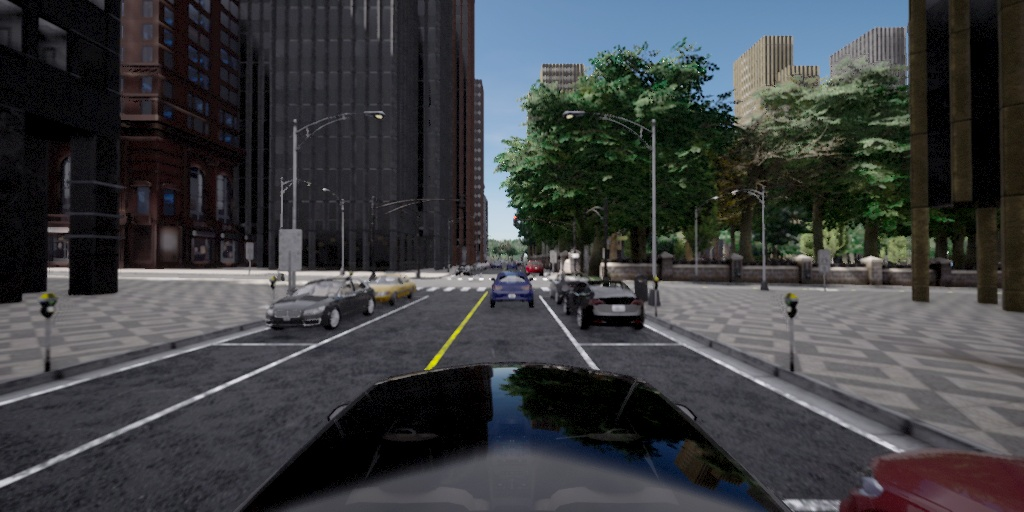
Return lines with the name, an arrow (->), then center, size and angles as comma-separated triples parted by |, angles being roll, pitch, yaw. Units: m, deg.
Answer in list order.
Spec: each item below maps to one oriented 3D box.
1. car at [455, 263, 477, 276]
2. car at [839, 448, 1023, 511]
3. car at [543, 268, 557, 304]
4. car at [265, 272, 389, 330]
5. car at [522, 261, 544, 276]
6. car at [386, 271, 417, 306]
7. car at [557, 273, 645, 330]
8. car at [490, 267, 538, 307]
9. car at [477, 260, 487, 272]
car -> -5.763, 1.722, 43.526 | 1.948, 1.339, 4.313 | 0, 0, 0
car -> 2.762, 1.319, 0.333 | 1.802, 1.307, 4.207 | 0, 0, 0
car -> 2.762, 1.444, 16.872 | 2.007, 1.370, 4.403 | 0, 0, 0
car -> -5.763, 1.391, 11.350 | 2.007, 1.370, 4.403 | 0, 0, 0
car -> 2.763, 1.471, 43.535 | 2.192, 1.841, 5.009 | 0, 0, 0
car -> -5.763, 1.418, 16.692 | 1.751, 1.417, 4.829 | 0, 0, 0
car -> 2.762, 1.407, 11.359 | 1.948, 1.339, 4.313 | 0, 0, 0
car -> 0.006, 1.413, 16.246 | 1.812, 1.442, 4.674 | 0, 0, 0
car -> -5.763, 1.880, 59.895 | 2.007, 1.370, 4.403 | 0, 0, 0
